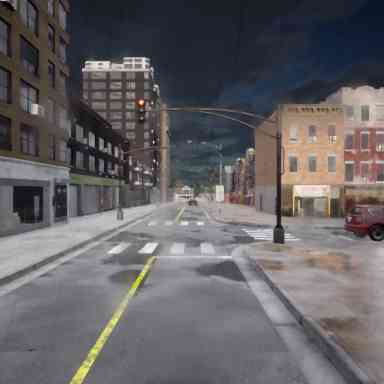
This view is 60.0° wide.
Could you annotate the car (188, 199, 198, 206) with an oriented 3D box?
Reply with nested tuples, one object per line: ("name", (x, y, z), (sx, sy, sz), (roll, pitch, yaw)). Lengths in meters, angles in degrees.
("car", (0.164, 2.198, 72.060), (1.837, 1.490, 4.892), (0, -1, 0))

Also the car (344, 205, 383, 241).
("car", (10.843, 1.642, 17.854), (5.009, 1.841, 2.192), (1, -1, 0))
